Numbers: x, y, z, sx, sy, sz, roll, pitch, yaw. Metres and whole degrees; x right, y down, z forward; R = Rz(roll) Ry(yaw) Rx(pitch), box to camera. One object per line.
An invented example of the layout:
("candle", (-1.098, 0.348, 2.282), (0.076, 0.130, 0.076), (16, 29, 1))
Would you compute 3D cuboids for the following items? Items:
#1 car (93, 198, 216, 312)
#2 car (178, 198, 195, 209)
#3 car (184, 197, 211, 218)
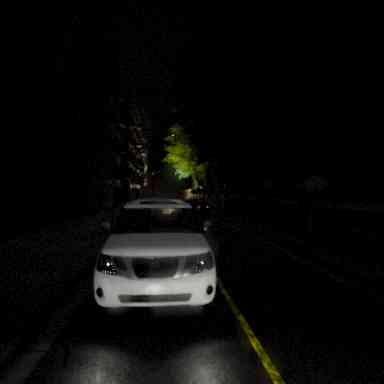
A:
("car", (-0.820, 1.220, 8.111), (2.150, 2.045, 5.566), (0, 0, -5))
("car", (-0.849, 1.580, 46.154), (1.994, 1.385, 4.181), (0, 0, -5))
("car", (0.406, 1.360, 30.781), (2.097, 1.767, 4.553), (0, 0, -4))
